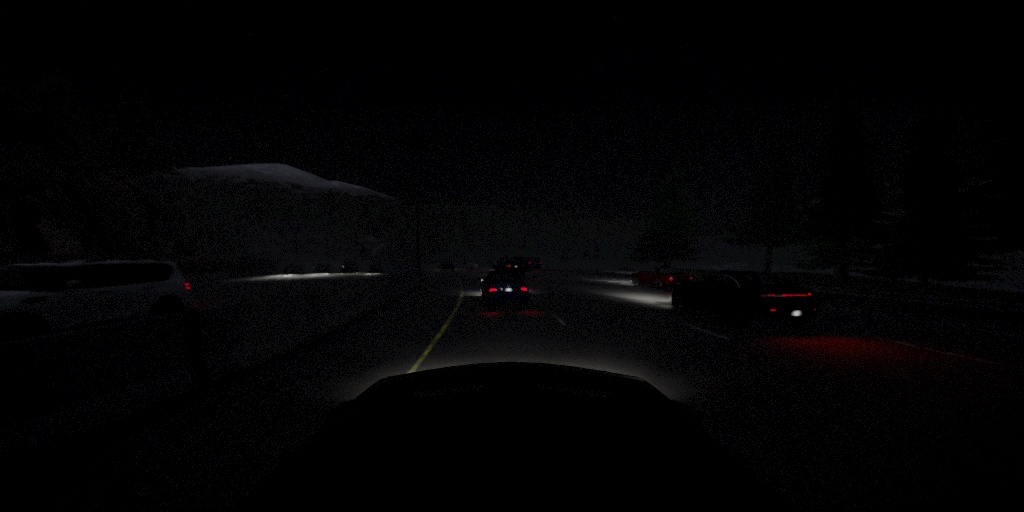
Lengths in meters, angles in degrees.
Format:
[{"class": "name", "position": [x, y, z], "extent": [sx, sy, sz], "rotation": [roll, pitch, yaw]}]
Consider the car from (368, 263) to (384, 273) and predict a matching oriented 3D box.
[{"class": "car", "position": [-18.938, 1.660, 50.115], "extent": [2.033, 1.411, 5.357], "rotation": [0, 0, -19]}]

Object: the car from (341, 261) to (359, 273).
[{"class": "car", "position": [-23.290, 1.510, 51.664], "extent": [2.097, 1.767, 4.553], "rotation": [0, 0, -20]}]

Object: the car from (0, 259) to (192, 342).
[{"class": "car", "position": [-10.806, 1.098, 8.650], "extent": [2.150, 2.045, 5.566], "rotation": [0, 0, -3]}]

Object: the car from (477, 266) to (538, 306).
[{"class": "car", "position": [-0.405, 1.360, 16.338], "extent": [2.033, 1.411, 5.357], "rotation": [0, 0, -6]}]

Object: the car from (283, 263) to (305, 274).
[{"class": "car", "position": [-29.839, 1.698, 49.179], "extent": [2.128, 1.511, 4.902], "rotation": [0, 0, -20]}]

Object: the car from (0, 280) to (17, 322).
[{"class": "car", "position": [-17.912, 1.508, 10.184], "extent": [1.994, 1.385, 4.181], "rotation": [0, 0, -4]}]

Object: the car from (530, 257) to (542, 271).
[{"class": "car", "position": [2.509, 1.157, 53.330], "extent": [2.150, 2.045, 5.566], "rotation": [0, 0, -19]}]

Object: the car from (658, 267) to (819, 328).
[{"class": "car", "position": [6.910, 1.219, 11.332], "extent": [2.128, 1.511, 4.902], "rotation": [0, 0, -4]}]

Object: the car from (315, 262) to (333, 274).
[{"class": "car", "position": [-26.925, 1.680, 51.386], "extent": [2.128, 1.511, 4.902], "rotation": [0, 0, -21]}]

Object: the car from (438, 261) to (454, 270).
[{"class": "car", "position": [-10.800, 1.600, 58.862], "extent": [1.812, 1.442, 4.674], "rotation": [0, 0, -23]}]

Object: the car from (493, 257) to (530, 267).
[{"class": "car", "position": [-0.254, 1.117, 37.282], "extent": [2.150, 2.045, 5.566], "rotation": [0, 0, -14]}]

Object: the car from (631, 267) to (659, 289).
[{"class": "car", "position": [9.464, 1.351, 22.914], "extent": [1.895, 1.301, 4.718], "rotation": [0, 0, -7]}]

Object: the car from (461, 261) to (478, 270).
[{"class": "car", "position": [-6.915, 1.564, 58.504], "extent": [1.812, 1.442, 4.674], "rotation": [0, 0, -22]}]
